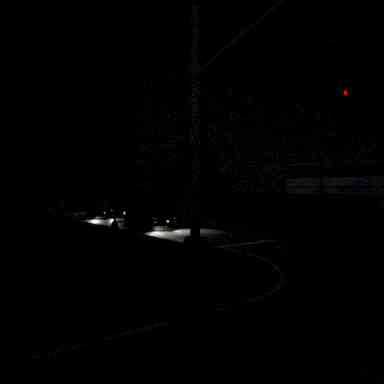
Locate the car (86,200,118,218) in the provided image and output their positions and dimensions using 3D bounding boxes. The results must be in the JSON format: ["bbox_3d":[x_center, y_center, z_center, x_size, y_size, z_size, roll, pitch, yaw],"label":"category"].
[{"bbox_3d":[-8.386,1.505,30.084,1.837,1.490,4.892,0,0,-26],"label":"car"}]

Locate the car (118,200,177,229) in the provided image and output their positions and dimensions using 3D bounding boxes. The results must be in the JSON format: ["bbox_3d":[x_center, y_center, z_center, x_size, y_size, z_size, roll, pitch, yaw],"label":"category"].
[{"bbox_3d":[-2.860,1.505,21.838,1.837,1.490,4.892,0,0,-36],"label":"car"}]
